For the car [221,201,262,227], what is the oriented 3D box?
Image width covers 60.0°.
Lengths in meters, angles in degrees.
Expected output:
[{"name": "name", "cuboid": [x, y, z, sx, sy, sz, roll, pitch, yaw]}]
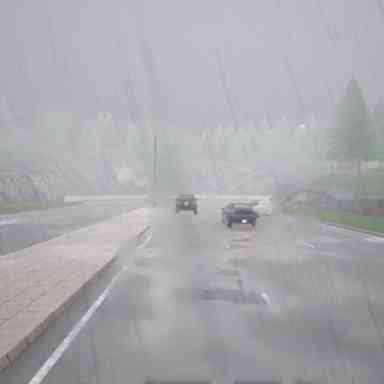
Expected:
[{"name": "car", "cuboid": [3.140, 1.505, 22.665, 1.837, 1.490, 4.892, 0, 0, -1]}]

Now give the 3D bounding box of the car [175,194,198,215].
[{"name": "car", "cuboid": [-0.587, 1.221, 34.337, 2.150, 2.045, 5.566, 0, 0, -1]}]

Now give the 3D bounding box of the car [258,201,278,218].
[{"name": "car", "cuboid": [6.496, 1.526, 30.259, 1.812, 1.442, 4.674, 0, 0, -1]}]

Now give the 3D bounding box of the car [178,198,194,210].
[{"name": "car", "cuboid": [-0.766, 1.547, 44.520, 2.033, 1.411, 5.357, 0, 0, -1]}]
